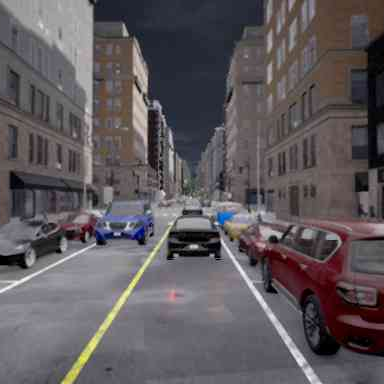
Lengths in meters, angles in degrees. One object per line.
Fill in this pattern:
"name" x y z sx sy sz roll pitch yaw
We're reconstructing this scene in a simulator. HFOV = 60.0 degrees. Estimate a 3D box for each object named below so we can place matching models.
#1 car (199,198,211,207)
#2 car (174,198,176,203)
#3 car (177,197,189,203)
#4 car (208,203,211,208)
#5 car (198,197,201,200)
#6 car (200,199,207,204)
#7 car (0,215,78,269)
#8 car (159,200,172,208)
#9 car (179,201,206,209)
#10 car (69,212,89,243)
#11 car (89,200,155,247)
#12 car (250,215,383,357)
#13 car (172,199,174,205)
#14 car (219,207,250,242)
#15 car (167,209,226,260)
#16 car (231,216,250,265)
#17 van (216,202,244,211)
"car" 2.873 2.395 66.485 1.947 1.339 4.313 1 -1 1
"car" -5.530 2.518 77.632 2.008 1.369 4.403 1 -1 1
"car" -2.566 2.594 88.033 1.837 1.490 4.892 0 -1 1
"car" 2.626 1.890 28.995 1.752 1.417 4.829 1 -1 0
"car" 2.995 2.515 77.546 2.008 1.369 4.403 1 -1 1
"car" 3.177 2.732 94.135 1.947 1.339 4.313 1 -1 1
"car" -5.870 1.717 11.794 1.947 1.339 4.313 1 -1 0
"car" -5.652 2.414 66.575 1.802 1.307 4.206 1 -1 1
"car" 0.044 1.856 30.029 1.882 1.535 5.008 0 -1 0
"car" -5.879 1.767 17.466 1.887 1.381 4.507 1 -1 0
"car" -3.126 1.433 16.659 2.150 2.045 5.566 0 -1 0
"car" 2.668 1.394 6.136 2.192 1.841 5.009 1 -1 0
"car" -5.591 2.466 72.104 1.947 1.339 4.313 1 -1 1
"car" 2.647 1.749 17.649 1.752 1.417 4.829 1 -1 0
"car" 0.068 1.646 13.240 1.882 1.535 5.008 0 -1 0
"car" 2.656 1.732 11.805 1.802 1.307 4.206 1 -1 0
"van" 2.638 1.633 23.154 1.690 1.788 3.998 1 -1 0
